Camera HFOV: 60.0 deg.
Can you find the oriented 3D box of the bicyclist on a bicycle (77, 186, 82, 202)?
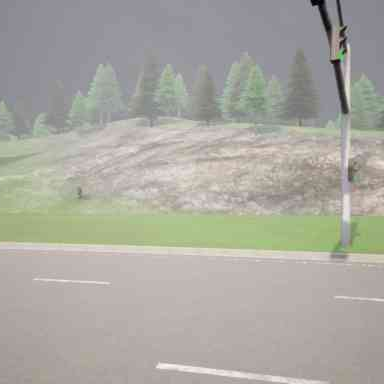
[{"bbox_3d":[-12.422,0.190,36.875,0.582,1.620,1.656,-3,17,-8],"label":"bicyclist on a bicycle"}]
